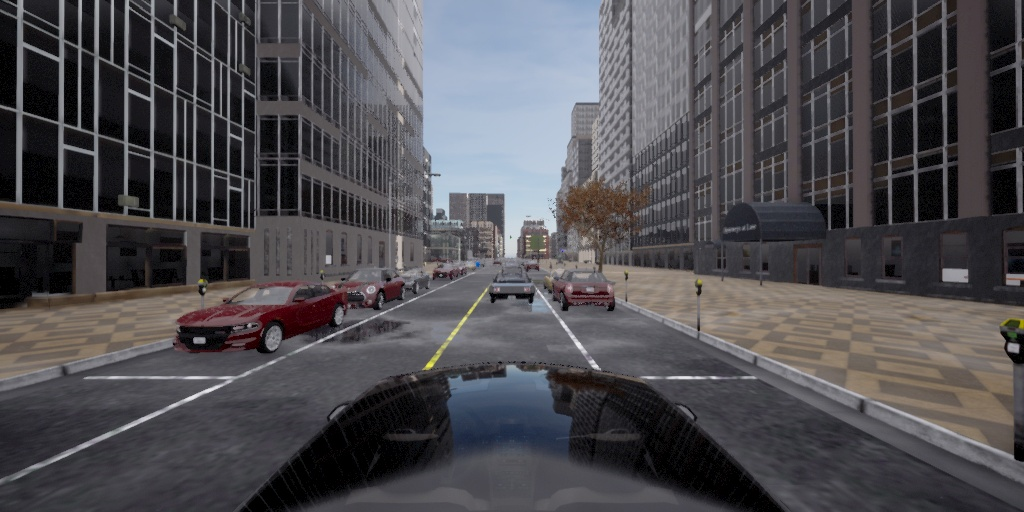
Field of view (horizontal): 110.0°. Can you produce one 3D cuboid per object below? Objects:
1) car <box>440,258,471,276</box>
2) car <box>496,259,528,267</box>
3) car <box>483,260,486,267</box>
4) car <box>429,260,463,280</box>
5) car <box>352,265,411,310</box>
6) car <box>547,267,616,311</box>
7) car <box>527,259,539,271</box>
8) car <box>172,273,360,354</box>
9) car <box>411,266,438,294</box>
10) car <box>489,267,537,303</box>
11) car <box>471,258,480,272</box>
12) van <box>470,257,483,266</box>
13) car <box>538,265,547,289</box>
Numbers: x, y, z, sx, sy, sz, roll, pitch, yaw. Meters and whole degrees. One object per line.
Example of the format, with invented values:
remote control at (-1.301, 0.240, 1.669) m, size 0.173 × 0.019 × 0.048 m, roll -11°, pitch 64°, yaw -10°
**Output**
car at (-5.691, 1.191, 36.469) m, size 1.967 × 1.591 × 4.097 m, roll 0°, pitch 0°, yaw 0°
car at (0.000, 1.248, 31.499) m, size 2.128 × 1.511 × 4.902 m, roll 0°, pitch 0°, yaw 0°
car at (-5.690, 1.319, 64.165) m, size 1.948 × 1.339 × 4.313 m, roll 0°, pitch 0°, yaw 0°
car at (-5.691, 1.296, 30.929) m, size 1.888 × 1.381 × 4.507 m, roll 0°, pitch 0°, yaw 0°
car at (-5.691, 1.190, 14.311) m, size 1.967 × 1.591 × 4.097 m, roll 0°, pitch 0°, yaw 0°
car at (2.690, 1.190, 14.312) m, size 1.967 × 1.591 × 4.097 m, roll 0°, pitch 0°, yaw 0°
car at (2.690, 1.298, 47.547) m, size 1.888 × 1.381 × 4.507 m, roll 0°, pitch 0°, yaw 0°
car at (-5.691, 1.295, 8.772) m, size 1.888 × 1.381 × 4.507 m, roll 0°, pitch 0°, yaw 0°
car at (-5.691, 1.301, 19.851) m, size 2.007 × 1.370 × 4.403 m, roll 0°, pitch 0°, yaw 0°
car at (0.000, 1.368, 16.530) m, size 1.895 × 1.301 × 4.718 m, roll 0°, pitch 0°, yaw 0°
car at (-5.691, 1.278, 47.377) m, size 1.751 × 1.417 × 4.829 m, roll 0°, pitch 0°, yaw 0°
van at (-5.690, 1.093, 53.086) m, size 1.690 × 1.789 × 3.998 m, roll 0°, pitch 0°, yaw 0°
car at (2.690, 1.276, 20.021) m, size 1.751 × 1.417 × 4.829 m, roll 0°, pitch 0°, yaw 0°
